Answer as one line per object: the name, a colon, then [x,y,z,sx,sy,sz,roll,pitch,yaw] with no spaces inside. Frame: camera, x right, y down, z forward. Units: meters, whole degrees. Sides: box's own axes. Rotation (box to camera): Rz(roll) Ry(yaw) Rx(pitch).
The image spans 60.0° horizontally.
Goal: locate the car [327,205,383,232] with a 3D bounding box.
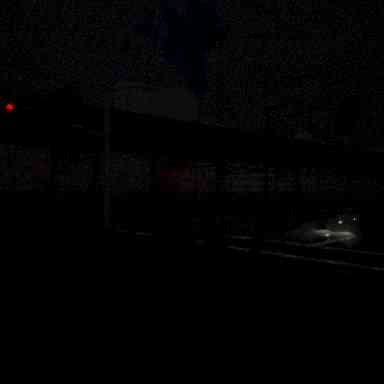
car: [9.855,1.473,19.604,4.181,1.385,1.994,-1,0,-35]
